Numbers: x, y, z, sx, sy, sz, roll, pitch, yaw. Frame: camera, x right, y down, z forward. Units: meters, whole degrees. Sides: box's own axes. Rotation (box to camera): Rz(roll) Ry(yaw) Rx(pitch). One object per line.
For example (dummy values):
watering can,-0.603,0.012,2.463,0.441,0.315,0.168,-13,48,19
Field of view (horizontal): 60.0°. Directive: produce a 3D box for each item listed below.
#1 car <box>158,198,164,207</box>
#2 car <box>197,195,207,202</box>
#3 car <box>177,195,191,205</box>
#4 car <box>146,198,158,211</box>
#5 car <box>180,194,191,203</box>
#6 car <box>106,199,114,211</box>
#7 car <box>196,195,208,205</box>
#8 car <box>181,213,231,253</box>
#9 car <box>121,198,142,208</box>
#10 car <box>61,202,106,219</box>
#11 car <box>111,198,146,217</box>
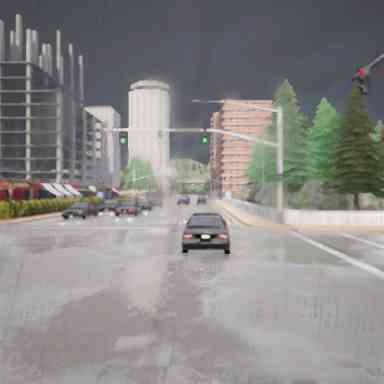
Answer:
car,-5.459,1.598,50.319,1.994,1.385,4.181,0,0,2
car,2.086,1.373,69.613,1.837,1.490,4.892,0,0,2
car,-1.579,1.566,59.253,1.812,1.442,4.674,0,0,1
car,-5.773,1.591,40.367,1.994,1.385,4.181,0,0,2
car,-1.413,1.402,69.702,2.097,1.767,4.553,0,0,2
car,-9.310,1.574,39.254,2.033,1.411,5.357,0,0,2
car,1.843,1.546,60.397,1.837,1.490,4.892,0,0,2
car,0.586,1.556,13.707,2.033,1.411,5.357,0,0,3
car,-8.975,1.581,49.801,2.033,1.411,5.357,0,0,2
car,-9.584,1.567,29.213,2.033,1.411,5.357,0,0,1
car,-6.005,1.586,32.003,1.994,1.385,4.181,0,0,2
